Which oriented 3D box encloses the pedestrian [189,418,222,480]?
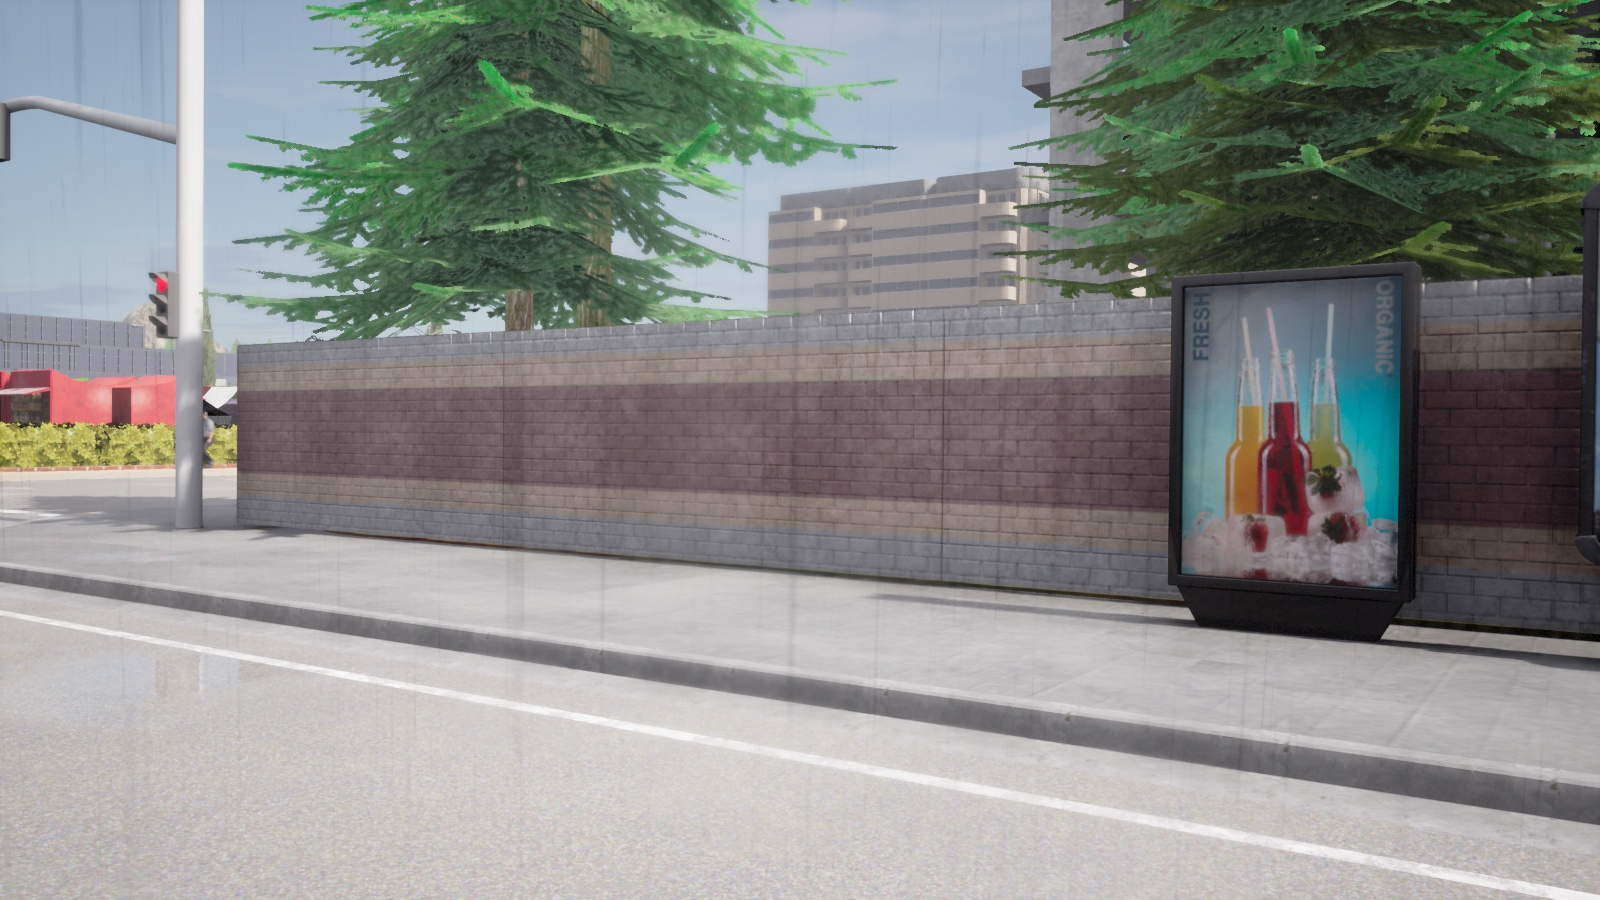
[{"bbox_3d":[-18.020,-0.027,38.061,0.540,1.848,0.694,0,1,35],"label":"pedestrian"}]
